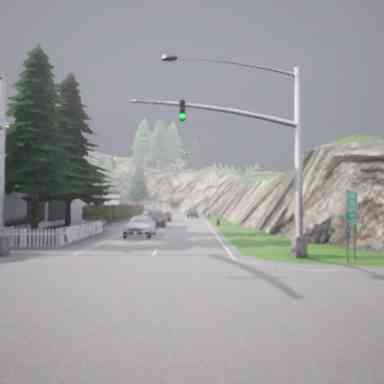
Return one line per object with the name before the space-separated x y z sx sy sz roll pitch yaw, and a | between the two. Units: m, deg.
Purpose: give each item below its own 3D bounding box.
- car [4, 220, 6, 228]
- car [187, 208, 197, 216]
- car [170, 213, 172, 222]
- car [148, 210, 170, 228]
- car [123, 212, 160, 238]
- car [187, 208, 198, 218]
car | -14.522 2.148 22.977 1.905 1.878 3.866 0 -2 -1
car | 0.000 3.810 64.015 1.812 1.442 4.674 0 -2 -2
car | -3.569 3.084 42.292 1.994 1.385 4.181 0 -2 1
car | -3.585 2.526 32.400 2.097 1.767 4.553 0 -2 0
car | -3.590 2.385 23.443 1.812 1.442 4.674 0 -2 0
car | 0.112 3.473 53.772 2.033 1.411 5.357 0 -2 0
